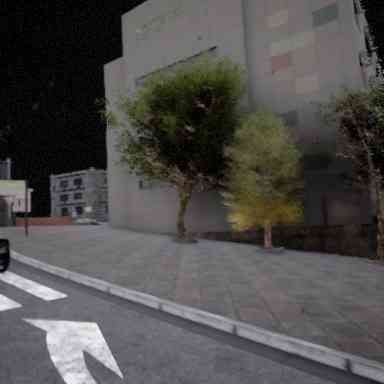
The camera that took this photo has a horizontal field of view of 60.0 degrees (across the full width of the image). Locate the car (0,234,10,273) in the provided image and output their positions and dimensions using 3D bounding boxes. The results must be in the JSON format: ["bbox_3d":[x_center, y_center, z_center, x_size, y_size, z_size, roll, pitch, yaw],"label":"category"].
[{"bbox_3d":[-7.248,1.590,10.304,1.882,1.535,5.008,2,-2,-45],"label":"car"}]

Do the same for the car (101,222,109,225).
[{"bbox_3d":[-17.626,6.319,61.634,5.008,1.535,2.097,-6,-9,29],"label":"car"}]

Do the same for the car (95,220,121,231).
[{"bbox_3d":[-16.223,6.513,64.042,4.553,1.767,2.185,-6,-10,29],"label":"car"}]

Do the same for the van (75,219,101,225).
[{"bbox_3d":[-19.095,5.804,59.323,4.442,1.987,1.878,-6,-9,29],"label":"van"}]
